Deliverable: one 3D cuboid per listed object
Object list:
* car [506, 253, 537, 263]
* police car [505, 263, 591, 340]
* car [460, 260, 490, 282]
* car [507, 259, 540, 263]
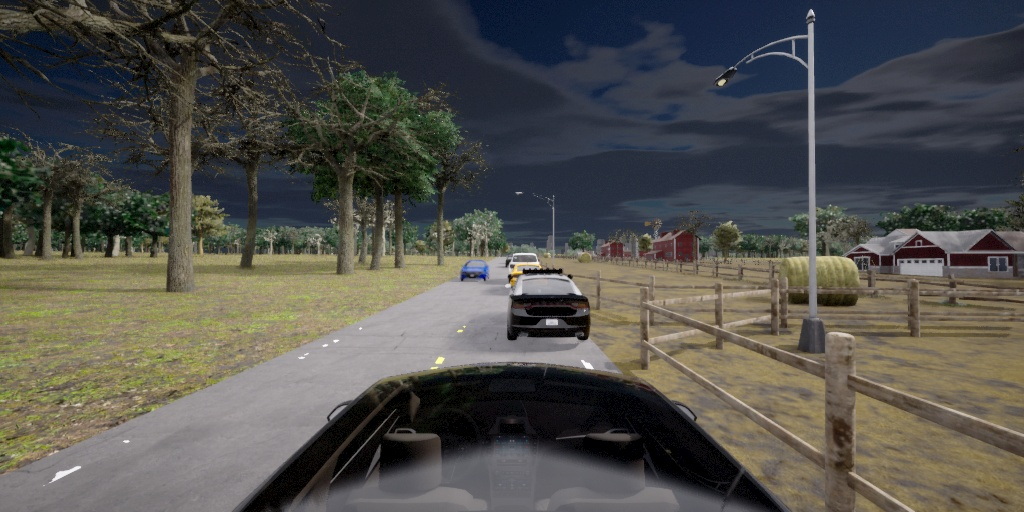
[{"bbox_3d":[0.846,0.810,25.941,2.150,2.045,5.566,0,1,0],"label":"car"},{"bbox_3d":[0.832,1.156,10.019,1.930,1.638,5.238,0,0,0],"label":"police car"},{"bbox_3d":[-2.729,1.048,27.128,1.882,1.535,5.008,0,1,0],"label":"car"},{"bbox_3d":[0.840,1.134,19.910,1.882,1.535,5.008,0,1,0],"label":"car"}]
